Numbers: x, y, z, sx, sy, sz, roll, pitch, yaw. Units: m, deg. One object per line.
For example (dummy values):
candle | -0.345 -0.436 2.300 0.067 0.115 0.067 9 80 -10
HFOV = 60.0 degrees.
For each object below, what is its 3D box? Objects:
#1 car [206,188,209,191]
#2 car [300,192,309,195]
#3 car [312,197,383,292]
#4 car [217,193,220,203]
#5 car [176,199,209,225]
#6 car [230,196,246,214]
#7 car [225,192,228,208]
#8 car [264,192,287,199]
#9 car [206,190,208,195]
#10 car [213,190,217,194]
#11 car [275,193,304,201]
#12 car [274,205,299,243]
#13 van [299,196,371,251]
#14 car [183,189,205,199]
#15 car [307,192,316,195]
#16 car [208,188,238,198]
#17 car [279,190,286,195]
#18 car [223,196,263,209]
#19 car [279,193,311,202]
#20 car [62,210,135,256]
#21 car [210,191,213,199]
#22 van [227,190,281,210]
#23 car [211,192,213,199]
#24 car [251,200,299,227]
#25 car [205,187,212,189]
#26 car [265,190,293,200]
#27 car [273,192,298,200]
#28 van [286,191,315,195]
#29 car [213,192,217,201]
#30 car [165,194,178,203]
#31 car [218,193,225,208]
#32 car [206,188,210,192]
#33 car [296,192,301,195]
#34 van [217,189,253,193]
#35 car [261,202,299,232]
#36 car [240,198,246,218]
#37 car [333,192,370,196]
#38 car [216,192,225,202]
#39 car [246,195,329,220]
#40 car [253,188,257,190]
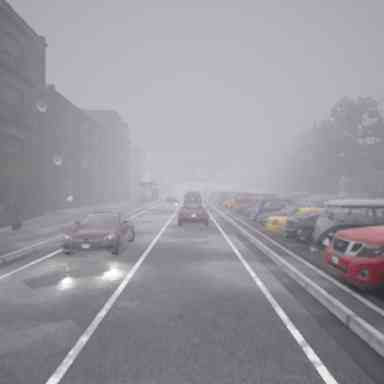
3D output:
car | 6.376 0.555 82.863 4.553 1.767 2.185 0 1 0
car | 19.324 1.143 49.442 5.008 1.535 2.097 0 1 0
car | 6.078 1.225 7.701 5.566 2.045 2.435 0 0 0
car | 6.216 1.194 43.885 5.008 1.535 2.097 0 1 0
car | 0.093 1.415 22.393 1.994 1.385 4.181 0 0 0
car | 6.148 1.341 29.969 4.792 1.488 2.163 0 0 0
car | 6.163 1.140 35.534 4.553 1.767 2.185 0 0 0
car | 19.413 0.811 77.429 5.008 1.535 2.097 0 1 0
car | 6.312 0.870 74.512 5.008 1.535 2.097 0 1 0
car | 6.225 0.965 55.142 4.553 1.767 2.185 0 1 0
car | 19.367 0.985 66.274 5.008 1.535 2.097 0 1 0
car | 6.118 1.438 13.269 4.892 1.521 2.231 0 0 0
van | 5.999 1.231 10.484 4.442 1.987 1.878 0 0 0
car | 0.078 0.920 41.202 2.150 2.045 5.566 0 0 0
car | 19.316 1.170 46.657 4.892 1.521 2.231 0 1 0
car | 6.311 0.762 63.365 5.566 2.045 2.435 0 1 0
car | 19.326 0.788 60.579 5.566 2.045 2.435 0 1 0
car | 6.215 1.259 41.102 4.674 1.452 2.002 0 0 0
car | 19.548 1.010 63.365 5.366 1.575 1.946 0 1 0
car | -3.366 1.442 12.873 1.812 1.442 4.674 0 0 0
car | 6.269 1.040 60.584 5.008 1.535 2.097 0 1 0
van | 6.069 1.063 32.813 4.442 1.987 1.878 0 1 0
car | 6.451 1.063 57.801 5.366 1.575 1.946 0 1 0
car | 6.148 1.398 18.835 4.892 1.521 2.231 0 0 0
car | 6.340 0.287 91.221 4.553 1.767 2.185 0 2 0
car | 19.427 0.616 74.636 5.566 2.045 2.435 0 1 0
car | 19.412 0.829 69.058 4.553 1.767 2.185 0 1 0
van | 19.229 0.840 57.794 4.442 1.987 1.878 0 1 0
car | 6.254 1.120 52.235 4.892 1.521 2.231 0 1 0
car | -3.368 1.041 55.807 1.882 1.535 5.008 0 1 0
car | 6.018 1.239 38.319 5.366 1.575 1.946 0 0 0
car | 6.367 0.627 80.084 4.553 1.767 2.185 0 1 0
car | 19.330 1.158 52.227 4.674 1.452 2.002 0 1 0
van | 6.355 0.918 49.449 4.442 1.987 1.878 0 1 0
car | 6.318 1.414 16.051 5.366 1.575 1.946 0 0 0
car | 6.162 1.395 24.402 4.674 1.452 2.002 0 0 0
car | 19.252 1.116 38.301 4.553 1.767 2.185 0 0 0
car | 6.235 1.169 46.668 5.008 1.535 2.097 0 1 0
car | 6.119 1.251 21.619 4.553 1.767 2.185 0 0 0
car | 19.436 0.509 88.449 4.892 1.521 2.231 0 2 0
